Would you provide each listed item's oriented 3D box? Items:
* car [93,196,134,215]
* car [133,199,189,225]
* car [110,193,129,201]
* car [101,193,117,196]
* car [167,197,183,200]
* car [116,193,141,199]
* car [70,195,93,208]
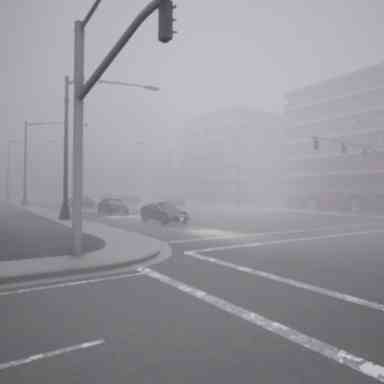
[{"bbox_3d":[-7.776,1.390,32.493,1.812,1.442,4.674,1,1,-34],"label":"car"},{"bbox_3d":[-2.051,1.504,24.108,2.128,1.511,4.902,1,0,-34],"label":"car"},{"bbox_3d":[-14.842,0.994,67.988,2.128,1.511,4.902,1,0,-34],"label":"car"},{"bbox_3d":[-16.094,0.989,63.459,1.837,1.490,4.892,1,0,-34],"label":"car"},{"bbox_3d":[-2.732,1.391,50.279,1.994,1.385,4.181,1,1,-34],"label":"car"},{"bbox_3d":[-10.213,1.123,54.850,1.882,1.535,5.008,1,1,-34],"label":"car"},{"bbox_3d":[-13.568,1.163,40.989,1.882,1.535,5.008,1,1,-34],"label":"car"}]
